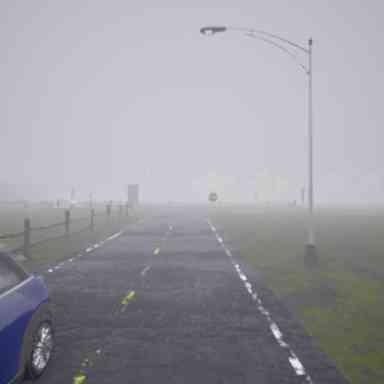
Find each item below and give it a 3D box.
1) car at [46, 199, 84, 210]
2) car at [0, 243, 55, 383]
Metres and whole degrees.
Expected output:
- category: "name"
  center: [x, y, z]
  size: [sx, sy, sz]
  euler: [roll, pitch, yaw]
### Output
- category: "car"
  center: [-16.664, 1.607, 43.652]
  size: [4.674, 1.442, 1.812]
  euler: [1, -1, 0]
- category: "car"
  center: [-2.850, 1.366, 2.466]
  size: [2.097, 1.767, 4.553]
  euler: [0, 0, 0]
